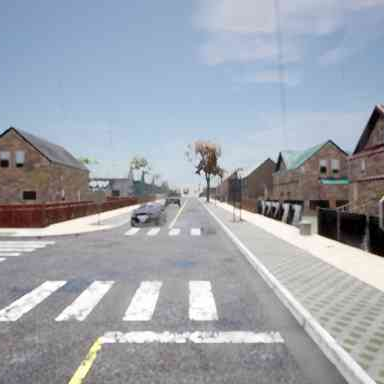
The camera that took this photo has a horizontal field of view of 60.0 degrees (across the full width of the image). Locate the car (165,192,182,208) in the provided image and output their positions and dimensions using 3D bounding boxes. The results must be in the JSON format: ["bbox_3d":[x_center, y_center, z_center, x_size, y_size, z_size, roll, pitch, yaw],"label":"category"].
[{"bbox_3d":[-2.723,1.063,49.037,2.150,2.045,5.566,0,0,0],"label":"car"}]

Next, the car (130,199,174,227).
[{"bbox_3d":[-2.825,1.469,22.860,2.128,1.511,4.902,0,0,5],"label":"car"}]
